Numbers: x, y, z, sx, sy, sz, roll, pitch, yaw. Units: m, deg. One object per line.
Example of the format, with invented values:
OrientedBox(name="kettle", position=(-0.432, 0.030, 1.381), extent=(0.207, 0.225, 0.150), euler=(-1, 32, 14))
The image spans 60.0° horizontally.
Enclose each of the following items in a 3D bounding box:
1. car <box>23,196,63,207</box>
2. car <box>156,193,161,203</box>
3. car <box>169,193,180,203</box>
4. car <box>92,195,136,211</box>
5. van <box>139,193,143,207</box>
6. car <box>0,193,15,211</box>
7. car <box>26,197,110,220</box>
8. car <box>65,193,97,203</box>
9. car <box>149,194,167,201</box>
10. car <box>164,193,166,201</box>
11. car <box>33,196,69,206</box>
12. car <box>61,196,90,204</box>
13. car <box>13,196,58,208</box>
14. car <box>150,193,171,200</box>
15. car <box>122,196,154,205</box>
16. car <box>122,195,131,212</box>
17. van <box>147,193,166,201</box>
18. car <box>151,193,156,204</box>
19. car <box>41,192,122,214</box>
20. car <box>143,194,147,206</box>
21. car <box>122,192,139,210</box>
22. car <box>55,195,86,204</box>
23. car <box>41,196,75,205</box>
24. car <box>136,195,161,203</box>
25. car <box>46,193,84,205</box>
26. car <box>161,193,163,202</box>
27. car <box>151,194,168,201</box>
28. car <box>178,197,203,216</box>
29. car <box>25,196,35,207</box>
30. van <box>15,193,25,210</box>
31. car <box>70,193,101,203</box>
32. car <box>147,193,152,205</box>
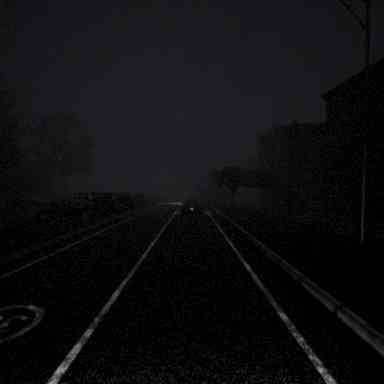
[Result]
OrientedBox(name="car", position=(-21.947, 1.352, 49.146), extent=(5.008, 1.535, 2.097), euler=(0, 0, 0))
OrientedBox(name="car", position=(-8.892, 1.407, 63.300), extent=(5.008, 1.535, 2.097), euler=(0, 0, 0))
OrientedBox(name="car", position=(-3.276, 1.472, 71.844), extent=(2.128, 1.511, 4.902), euler=(0, 0, 0))
OrientedBox(name="car", position=(-8.827, 1.190, 38.069), extent=(4.553, 1.767, 2.185), euler=(0, 0, 0))
OrientedBox(name="van", position=(-8.745, 1.099, 40.874), extent=(4.442, 1.987, 1.878), euler=(0, 0, 0))
OrientedBox(name="car", position=(-21.905, 1.185, 35.222), extent=(4.553, 1.767, 2.185), euler=(0, 0, 0))
OrientedBox(name="car", position=(-8.850, 1.316, 24.058), extent=(4.892, 1.521, 2.231), euler=(0, 0, 0))
OrientedBox(name="car", position=(-21.952, 1.172, 65.855), extent=(5.566, 2.045, 2.435), euler=(0, 0, 0))
OrientedBox(name="car", position=(-8.910, 1.441, 88.526), extent=(4.553, 1.767, 2.185), euler=(0, 0, 0))
OrientedBox(name="car", position=(-8.888, 1.507, 74.509), extent=(4.792, 1.488, 2.163), euler=(0, 0, 0))
OrientedBox(name="car", position=(-21.928, 1.391, 51.930), extent=(4.792, 1.488, 2.163), euler=(0, 0, 0))
OrientedBox(name="car", position=(-21.974, 1.447, 62.946), extent=(4.674, 1.452, 2.002), euler=(0, 0, 0))
OrientedBox(name="car", position=(-21.763, 1.340, 46.359), extent=(5.366, 1.575, 1.946), euler=(0, 0, 0))
OrientedBox(name="car", position=(-8.922, 1.351, 94.134), extent=(5.566, 2.045, 2.435), euler=(0, 0, 0))
OrientedBox(name="car", position=(-8.878, 1.370, 54.894), extent=(4.892, 1.521, 2.231), euler=(0, 0, 0))
OrientedBox(name="car", position=(-8.862, 1.306, 32.463), extent=(4.892, 1.521, 2.231), euler=(0, 0, 0))
OrientedBox(name="van", position=(-8.815, 1.305, 82.921), extent=(4.442, 1.987, 1.878), euler=(0, 0, 0))
OrientedBox(name="car", position=(-8.906, 1.109, 52.088), extent=(5.566, 2.045, 2.435), euler=(0, 0, 0))
OrientedBox(name="car", position=(-8.884, 1.057, 26.859), extent=(5.566, 2.045, 2.435), euler=(0, 0, 0))
OrientedBox(name="car", position=(-8.859, 1.335, 43.677), extent=(4.892, 1.521, 2.231), euler=(0, 0, 0))
OrientedBox(name="car", position=(-8.885, 1.059, 35.269), extent=(5.566, 2.045, 2.435), euler=(0, 0, 0))
OrientedBox(name="car", position=(-21.967, 1.394, 60.285), extent=(5.008, 1.535, 2.097), euler=(0, 0, 0))
OrientedBox(name="car", position=(-21.991, 1.399, 54.715), extent=(4.792, 1.488, 2.163), euler=(0, 0, 0))
OrientedBox(name="car", position=(-8.936, 1.471, 68.903), extent=(4.792, 1.488, 2.163), euler=(0, 0, 0))
OrientedBox(name="car", position=(-21.939, 1.129, 57.500), extent=(5.566, 2.045, 2.435), euler=(0, 0, 0))
OrientedBox(name="car", position=(-9.088, 1.420, 66.100), extent=(5.366, 1.575, 1.946), euler=(0, 0, 0))
OrientedBox(name="car", position=(-8.915, 1.459, 91.330), extent=(4.553, 1.767, 2.185), euler=(0, 0, 0))
OrientedBox(name="car", position=(0.001, 1.421, 30.416), extent=(1.994, 1.385, 4.181), euler=(0, 0, 0))
OrientedBox(name="car", position=(-21.942, 1.374, 43.574), extent=(4.674, 1.452, 2.002), euler=(0, 0, 0))
OrientedBox(name="van", position=(-22.054, 1.091, 38.003), extent=(4.442, 1.987, 1.878), euler=(0, 0, 0))
OrientedBox(name="car", position=(-21.958, 1.189, 68.517), extent=(5.566, 2.045, 2.435), euler=(0, 0, 0))
OrientedBox(name="car", position=(-8.868, 1.351, 49.283), extent=(5.008, 1.535, 2.097), euler=(0, 0, 0))
